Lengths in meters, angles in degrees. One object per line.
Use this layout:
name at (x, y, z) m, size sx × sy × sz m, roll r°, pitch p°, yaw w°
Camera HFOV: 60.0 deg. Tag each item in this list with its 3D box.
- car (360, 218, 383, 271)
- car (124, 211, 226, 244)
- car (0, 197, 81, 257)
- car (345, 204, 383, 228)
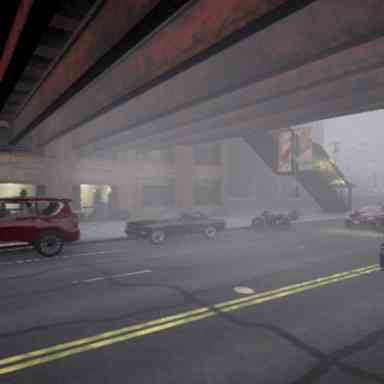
car at (6.654, 1.463, 8.394) m, size 4.902 × 1.511 × 2.128 m, roll 0°, pitch 0°, yaw -35°
car at (-0.730, 1.571, 15.747) m, size 4.718 × 1.301 × 1.895 m, roll 0°, pitch 0°, yaw -36°
car at (-6.727, 1.226, 11.416) m, size 5.566 × 2.045 × 2.435 m, roll 0°, pitch 0°, yaw -36°
car at (11.358, 1.467, 20.510) m, size 4.674 × 1.442 × 1.812 m, roll 0°, pitch 0°, yaw -36°
